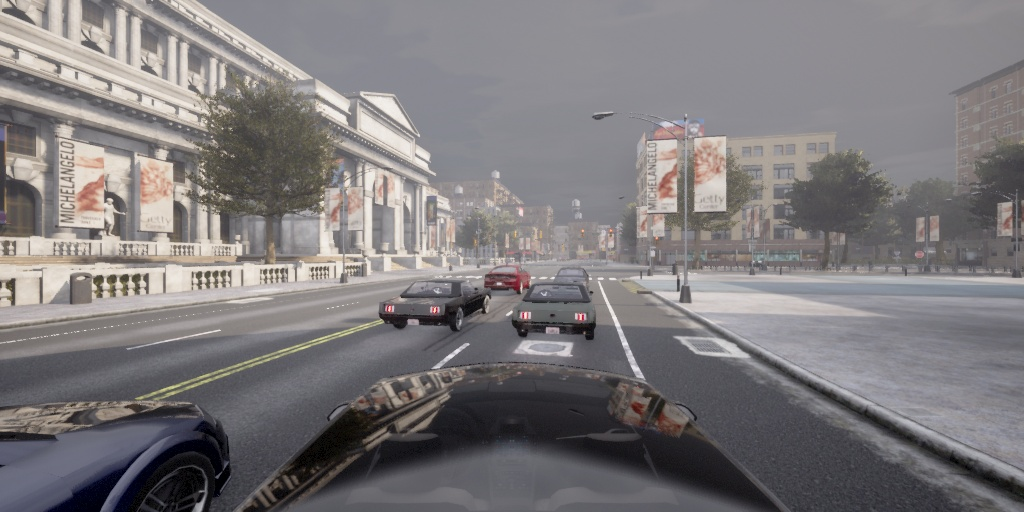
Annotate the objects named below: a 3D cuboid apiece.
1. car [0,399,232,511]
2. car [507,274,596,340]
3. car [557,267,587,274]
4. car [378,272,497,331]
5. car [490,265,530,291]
[{"bbox_3d":[-3.157,1.314,1.070,1.994,1.385,4.181,0,0,-2],"label":"car"},{"bbox_3d":[1.325,1.351,10.048,1.895,1.301,4.718,0,0,11],"label":"car"},{"bbox_3d":[3.260,1.297,19.398,2.033,1.411,5.357,0,0,12],"label":"car"},{"bbox_3d":[-2.019,1.351,11.058,1.895,1.301,4.718,0,0,11],"label":"car"},{"bbox_3d":[-0.133,1.228,20.209,1.882,1.535,5.008,0,0,12],"label":"car"}]
